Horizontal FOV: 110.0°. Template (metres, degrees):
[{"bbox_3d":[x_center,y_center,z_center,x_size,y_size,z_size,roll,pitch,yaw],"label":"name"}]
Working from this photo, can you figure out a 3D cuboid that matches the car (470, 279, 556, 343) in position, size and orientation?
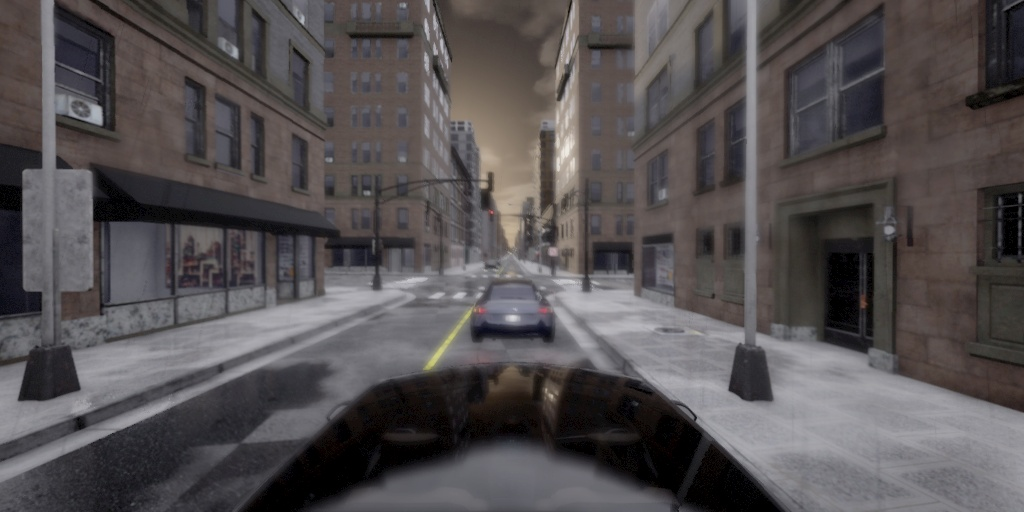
[{"bbox_3d":[0.017,1.311,9.712,1.994,1.385,4.181,0,0,0],"label":"car"}]

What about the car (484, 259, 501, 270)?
[{"bbox_3d":[-3.040,1.299,52.993,1.837,1.490,4.892,0,0,0],"label":"car"}]
